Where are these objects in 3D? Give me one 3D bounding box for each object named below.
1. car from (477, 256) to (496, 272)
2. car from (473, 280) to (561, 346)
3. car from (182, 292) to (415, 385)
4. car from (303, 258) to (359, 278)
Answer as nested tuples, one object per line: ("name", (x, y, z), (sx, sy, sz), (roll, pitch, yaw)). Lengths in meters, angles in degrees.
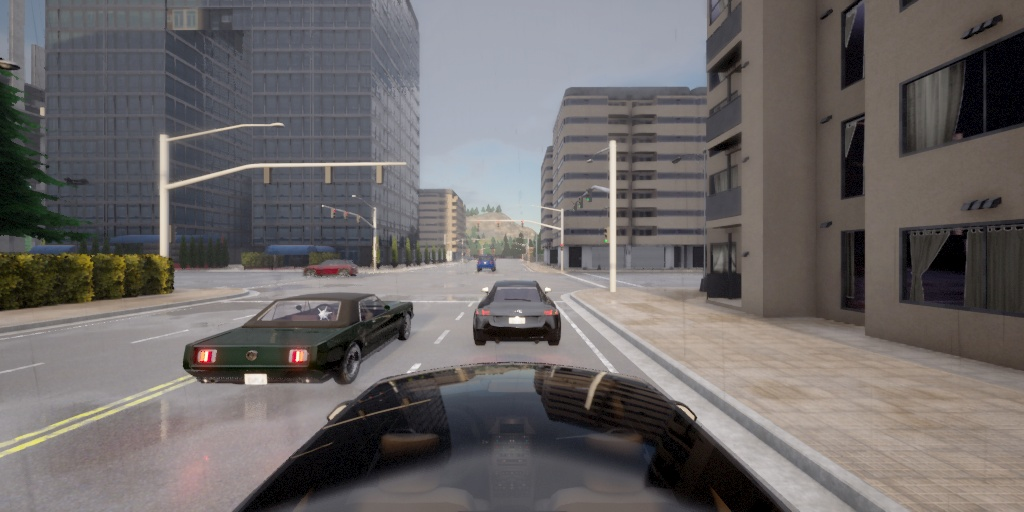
("car", (-3.247, 0.971, 46.227), (2.150, 2.045, 5.566), (0, 0, 0))
("car", (0.123, 1.314, 9.464), (1.994, 1.385, 4.181), (0, 0, 0))
("car", (-3.386, 1.351, 6.984), (1.895, 1.301, 4.718), (0, 0, 0))
("car", (-16.860, 1.102, 33.418), (4.553, 1.767, 2.097), (0, 0, 0))
